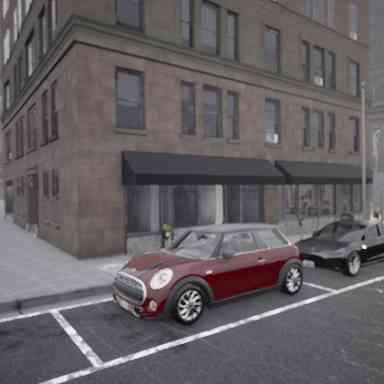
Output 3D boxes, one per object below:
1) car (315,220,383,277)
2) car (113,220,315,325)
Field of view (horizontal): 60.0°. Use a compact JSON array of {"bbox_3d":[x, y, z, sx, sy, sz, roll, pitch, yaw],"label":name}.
[{"bbox_3d":[4.904,1.551,10.198,4.313,1.339,1.947,0,-1,-36],"label":"car"},{"bbox_3d":[0.432,1.434,6.986,4.097,1.590,1.967,0,-1,-36],"label":"car"}]
